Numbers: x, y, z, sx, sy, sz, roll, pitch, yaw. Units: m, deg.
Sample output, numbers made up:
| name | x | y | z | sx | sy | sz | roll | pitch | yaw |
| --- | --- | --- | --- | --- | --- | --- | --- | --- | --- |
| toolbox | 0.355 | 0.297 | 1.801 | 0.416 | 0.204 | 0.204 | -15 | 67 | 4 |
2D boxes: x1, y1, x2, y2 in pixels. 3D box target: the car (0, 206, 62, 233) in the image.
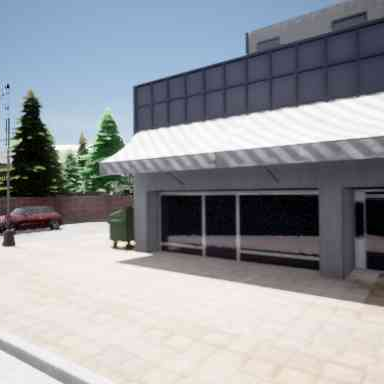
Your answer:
| name | x | y | z | sx | sy | sz | roll | pitch | yaw |
| --- | --- | --- | --- | --- | --- | --- | --- | --- | --- |
| car | -11.275 | 1.799 | 22.496 | 2.097 | 1.767 | 4.553 | -1 | -1 | 36 |

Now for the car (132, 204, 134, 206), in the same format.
| name | x | y | z | sx | sy | sz | roll | pitch | yaw |
| --- | --- | --- | --- | --- | --- | --- | --- | --- | --- |
| car | -4.832 | 1.800 | 31.219 | 2.097 | 1.767 | 4.553 | -1 | -1 | 35 |
